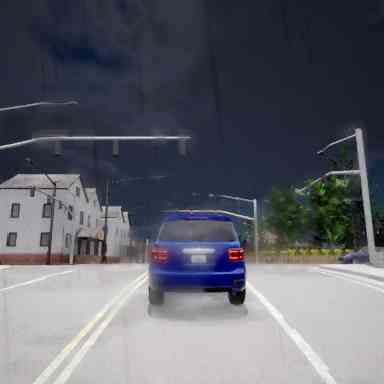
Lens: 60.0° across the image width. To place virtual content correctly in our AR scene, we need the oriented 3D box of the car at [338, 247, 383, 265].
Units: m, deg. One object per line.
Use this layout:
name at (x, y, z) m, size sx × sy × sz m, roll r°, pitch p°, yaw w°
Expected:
car at (15.425, 5.661, 29.615) m, size 4.553 × 1.767 × 2.097 m, roll 0°, pitch -12°, yaw 1°

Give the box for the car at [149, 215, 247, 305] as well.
car at (0.078, 1.762, 9.312) m, size 2.150 × 2.045 × 5.566 m, roll 0°, pitch -7°, yaw -1°

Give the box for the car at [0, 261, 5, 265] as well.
car at (-17.471, 5.977, 26.158) m, size 4.718 × 1.301 × 1.895 m, roll -8°, pitch -12°, yaw -1°
